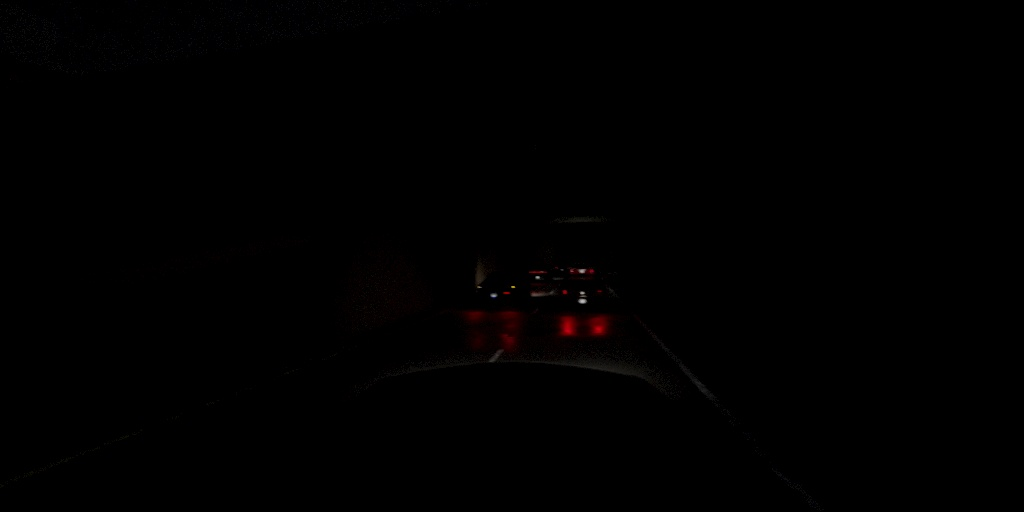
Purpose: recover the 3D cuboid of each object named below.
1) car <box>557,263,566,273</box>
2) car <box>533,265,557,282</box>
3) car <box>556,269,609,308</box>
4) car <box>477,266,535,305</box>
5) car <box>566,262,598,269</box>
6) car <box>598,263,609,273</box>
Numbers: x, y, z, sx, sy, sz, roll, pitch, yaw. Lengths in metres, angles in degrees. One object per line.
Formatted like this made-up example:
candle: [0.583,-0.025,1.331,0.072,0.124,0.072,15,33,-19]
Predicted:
car: [6.943,1.594,44.066,1.994,1.385,4.181,-1,-1,31]
car: [2.570,1.477,31.368,1.837,1.490,4.892,-1,0,12]
car: [3.096,1.435,15.795,1.895,1.301,4.718,-1,0,11]
car: [-0.288,1.403,16.718,1.812,1.442,4.674,-1,0,11]
car: [5.952,1.277,30.490,2.097,1.767,4.553,-1,-1,11]
car: [9.987,1.491,42.345,1.837,1.490,4.892,-1,0,31]
